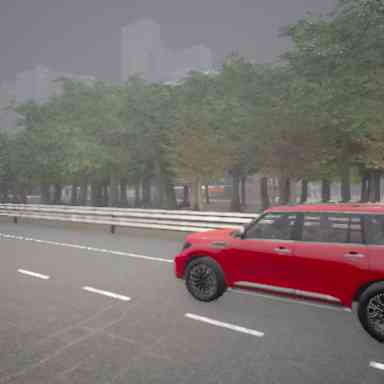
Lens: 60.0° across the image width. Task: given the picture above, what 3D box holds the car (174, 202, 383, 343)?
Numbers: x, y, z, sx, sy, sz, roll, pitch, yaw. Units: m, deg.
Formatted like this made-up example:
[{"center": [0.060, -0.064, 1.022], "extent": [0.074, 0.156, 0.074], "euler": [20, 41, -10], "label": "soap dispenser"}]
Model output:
[{"center": [2.250, 1.223, 6.563], "extent": [5.566, 2.045, 2.150], "euler": [0, 0, 36], "label": "car"}]
